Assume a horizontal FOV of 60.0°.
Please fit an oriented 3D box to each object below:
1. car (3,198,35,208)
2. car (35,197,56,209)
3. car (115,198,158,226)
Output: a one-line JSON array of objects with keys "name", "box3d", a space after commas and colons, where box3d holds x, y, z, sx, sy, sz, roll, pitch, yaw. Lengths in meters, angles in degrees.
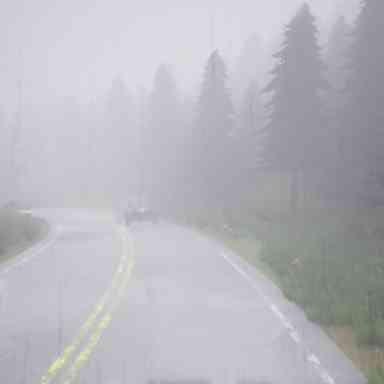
[{"name": "car", "box3d": [-20.566, 1.582, 39.014, 4.181, 1.385, 1.994, -1, 2, 44]}, {"name": "car", "box3d": [-19.080, 1.325, 42.172, 5.008, 1.535, 1.882, -1, 2, 44]}, {"name": "car", "box3d": [-3.851, 1.159, 22.325, 2.097, 1.767, 4.553, -1, 1, -22]}]
